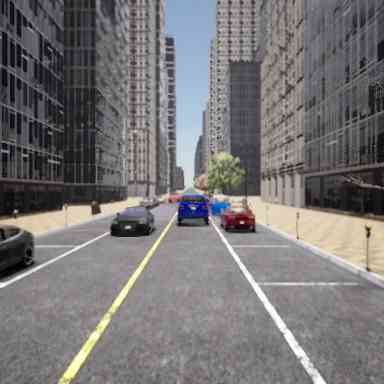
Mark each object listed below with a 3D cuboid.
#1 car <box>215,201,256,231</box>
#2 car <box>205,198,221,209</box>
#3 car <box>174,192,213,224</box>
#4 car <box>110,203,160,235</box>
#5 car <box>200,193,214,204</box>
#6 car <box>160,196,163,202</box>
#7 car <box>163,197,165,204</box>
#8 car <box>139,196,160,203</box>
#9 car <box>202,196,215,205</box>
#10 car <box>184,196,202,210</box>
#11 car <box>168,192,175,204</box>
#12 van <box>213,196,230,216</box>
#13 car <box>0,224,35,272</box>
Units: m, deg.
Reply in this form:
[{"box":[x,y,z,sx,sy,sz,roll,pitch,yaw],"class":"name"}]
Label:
[{"box":[2.682,1.492,20.023,1.887,1.381,4.507,0,0,0],"class":"car"},{"box":[2.670,1.450,42.813,1.802,1.307,4.206,0,0,0],"class":"car"},{"box":[0.089,1.156,24.288,2.150,2.045,5.566,0,0,0],"class":"car"},{"box":[-3.108,1.517,18.162,1.994,1.385,4.181,0,0,0],"class":"car"},{"box":[2.662,1.114,59.902,2.192,1.841,5.009,0,0,0],"class":"car"},{"box":[-5.713,1.412,48.505,1.947,1.339,4.313,0,0,0],"class":"car"},{"box":[-5.719,1.325,59.730,1.752,1.417,4.829,0,0,0],"class":"car"},{"box":[-5.710,1.419,42.809,2.008,1.369,4.403,0,0,0],"class":"car"},{"box":[2.664,1.389,54.207,1.947,1.339,4.313,0,0,0],"class":"car"},{"box":[0.079,1.360,42.514,2.128,1.511,4.902,0,0,0],"class":"car"},{"box":[-3.074,1.021,59.775,2.150,2.045,5.566,0,0,1],"class":"car"},{"box":[2.677,1.251,31.415,1.690,1.788,3.998,0,0,0],"class":"van"},{"box":[-5.693,1.545,8.624,1.947,1.339,4.313,0,0,0],"class":"car"}]
